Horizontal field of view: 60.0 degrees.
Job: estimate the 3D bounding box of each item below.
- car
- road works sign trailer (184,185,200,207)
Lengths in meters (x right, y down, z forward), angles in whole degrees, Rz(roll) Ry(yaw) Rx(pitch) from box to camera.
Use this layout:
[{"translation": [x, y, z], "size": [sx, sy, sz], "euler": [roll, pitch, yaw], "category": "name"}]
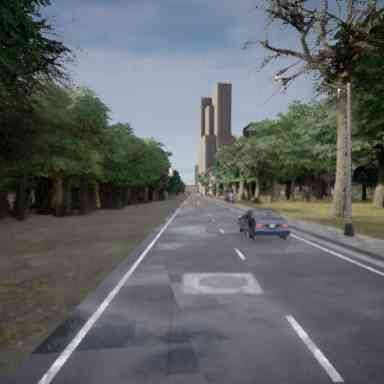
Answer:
[{"translation": [3.603, 1.575, 17.426], "size": [2.033, 1.411, 5.357], "euler": [0, 0, 0], "category": "car"}, {"translation": [0.010, 0.591, 54.777], "size": [2.380, 3.560, 2.880], "euler": [0, 0, 0], "category": "road works sign trailer"}]
